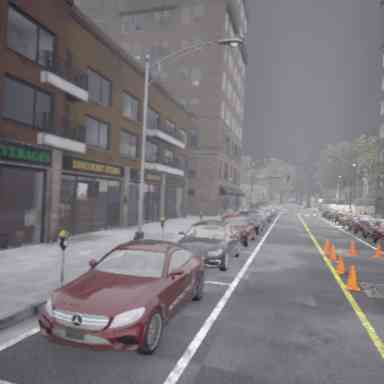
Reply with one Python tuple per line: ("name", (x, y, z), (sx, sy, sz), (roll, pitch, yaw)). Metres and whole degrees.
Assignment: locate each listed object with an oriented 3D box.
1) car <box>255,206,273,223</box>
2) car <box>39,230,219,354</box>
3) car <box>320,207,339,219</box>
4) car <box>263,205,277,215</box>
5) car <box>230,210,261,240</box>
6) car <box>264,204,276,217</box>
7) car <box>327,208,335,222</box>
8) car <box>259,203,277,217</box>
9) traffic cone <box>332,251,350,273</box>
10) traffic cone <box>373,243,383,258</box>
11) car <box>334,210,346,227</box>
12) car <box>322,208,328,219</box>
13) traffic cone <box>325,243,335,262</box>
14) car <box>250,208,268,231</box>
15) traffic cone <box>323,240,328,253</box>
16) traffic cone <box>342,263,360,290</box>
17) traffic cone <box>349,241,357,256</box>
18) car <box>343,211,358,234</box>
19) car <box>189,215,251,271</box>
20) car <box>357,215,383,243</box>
("car", (5.290, 2.076, 27.425), (2.008, 1.369, 4.403), (2, -1, 16))
("car", (-0.890, 1.608, 6.237), (1.802, 1.307, 4.206), (2, -1, 16))
("car", (19.163, 2.923, 46.361), (1.947, 1.339, 4.313), (2, -1, 16))
("car", (11.466, 2.619, 48.612), (1.802, 1.307, 4.206), (2, -1, 16))
("car", (2.201, 1.819, 16.832), (1.887, 1.381, 4.507), (2, -1, 16))
("car", (6.839, 2.092, 32.723), (1.967, 1.590, 4.097), (2, -1, 16))
("car", (16.075, 2.645, 35.769), (1.887, 1.381, 4.507), (2, -1, 16))
("car", (9.928, 2.349, 43.316), (1.967, 1.590, 4.097), (2, -1, 16))
("traffic cone", (4.778, 2.281, 10.669), (0.340, 0.580, 0.340), (2, -1, 16))
("traffic cone", (7.815, 2.451, 13.947), (0.340, 0.580, 0.340), (2, -1, 16))
("car", (14.580, 2.501, 30.636), (1.752, 1.417, 4.829), (2, -1, 16))
("car", (17.618, 2.810, 41.064), (1.802, 1.307, 4.206), (2, -1, 16))
("traffic cone", (5.337, 2.326, 12.589), (0.340, 0.580, 0.340), (2, -1, 16))
("car", (3.745, 1.965, 22.128), (1.947, 1.339, 4.313), (2, -1, 16))
("traffic cone", (5.897, 2.371, 14.508), (0.340, 0.580, 0.340), (2, -1, 16))
("traffic cone", (4.218, 2.236, 8.750), (0.340, 0.580, 0.340), (2, -1, 16))
("traffic cone", (6.856, 2.411, 14.228), (0.340, 0.580, 0.340), (2, -1, 16))
("car", (12.985, 2.426, 25.176), (1.802, 1.307, 4.206), (2, -1, 16))
("car", (0.656, 1.701, 11.535), (2.008, 1.369, 4.403), (2, -1, 16))
("car", (11.441, 2.301, 19.880), (1.802, 1.307, 4.206), (2, -1, 16))
